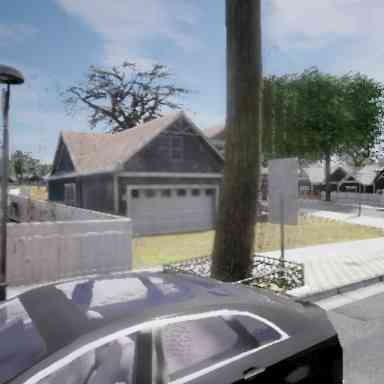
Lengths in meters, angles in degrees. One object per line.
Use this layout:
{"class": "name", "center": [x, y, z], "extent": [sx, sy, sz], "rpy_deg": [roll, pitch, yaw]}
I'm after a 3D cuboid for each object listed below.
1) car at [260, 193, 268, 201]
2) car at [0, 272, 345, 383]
{"class": "car", "center": [11.973, 0.806, 60.137], "extent": [2.033, 1.411, 5.357], "rpy_deg": [-1, 2, -10]}
{"class": "car", "center": [-0.843, 1.499, 2.459], "extent": [4.902, 1.511, 2.128], "rpy_deg": [1, -1, -35]}
